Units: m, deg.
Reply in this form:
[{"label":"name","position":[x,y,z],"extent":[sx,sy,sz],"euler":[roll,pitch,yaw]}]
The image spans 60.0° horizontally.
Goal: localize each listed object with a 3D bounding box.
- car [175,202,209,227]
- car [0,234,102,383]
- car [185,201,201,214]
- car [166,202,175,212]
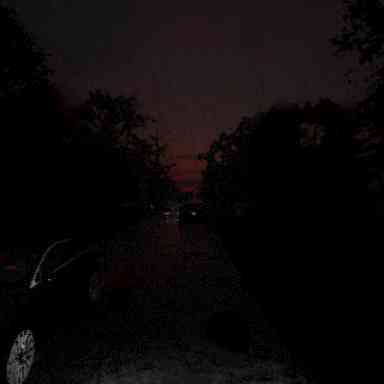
[{"label":"car","position":[0.114,1.516,24.414],"extent":[2.097,1.767,4.553],"euler":[0,-1,0]},{"label":"car","position":[-2.852,1.502,5.297],"extent":[2.128,1.511,4.902],"euler":[0,0,0]},{"label":"car","position":[0.169,1.953,42.329],"extent":[1.882,1.535,5.008],"euler":[0,-1,0]},{"label":"car","position":[-2.725,2.142,48.767],"extent":[1.812,1.442,4.674],"euler":[0,-1,1]}]
